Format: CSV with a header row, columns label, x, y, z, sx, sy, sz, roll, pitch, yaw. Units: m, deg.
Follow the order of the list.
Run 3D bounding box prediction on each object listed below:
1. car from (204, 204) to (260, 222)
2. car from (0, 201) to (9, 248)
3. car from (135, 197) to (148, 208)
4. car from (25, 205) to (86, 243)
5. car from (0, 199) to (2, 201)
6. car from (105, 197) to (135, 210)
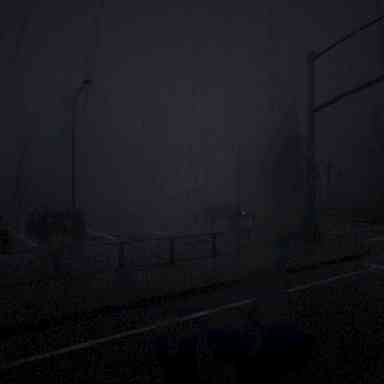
label,x,y,z,sx,sy,sz,roll,pitch,yaw
car,3.068,1.600,26.311,1.895,1.301,4.718,0,0,-36
car,-8.865,1.331,13.439,2.152,1.636,5.027,0,0,-36
car,-8.053,1.478,47.555,1.882,1.535,5.008,0,0,-36
car,-6.351,1.340,15.315,2.007,1.523,4.514,0,0,-36
car,-21.577,1.374,36.432,1.845,1.501,3.633,0,0,-36
car,-9.926,1.492,44.083,2.128,1.511,4.902,0,0,-36
